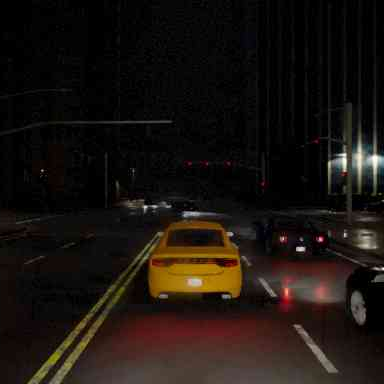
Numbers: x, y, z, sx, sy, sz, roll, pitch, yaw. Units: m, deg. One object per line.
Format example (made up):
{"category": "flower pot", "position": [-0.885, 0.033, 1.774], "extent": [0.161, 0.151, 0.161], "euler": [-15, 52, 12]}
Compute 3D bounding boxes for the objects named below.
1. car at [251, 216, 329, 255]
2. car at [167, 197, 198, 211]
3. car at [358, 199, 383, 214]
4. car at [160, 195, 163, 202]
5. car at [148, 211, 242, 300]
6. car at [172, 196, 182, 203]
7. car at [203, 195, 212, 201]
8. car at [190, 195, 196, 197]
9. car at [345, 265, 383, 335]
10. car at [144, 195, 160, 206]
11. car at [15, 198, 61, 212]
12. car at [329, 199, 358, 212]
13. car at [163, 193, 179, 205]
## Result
{"category": "car", "position": [3.618, 1.601, 13.234], "extent": [1.895, 1.301, 4.718], "euler": [0, 0, 0]}
{"category": "car", "position": [-0.967, 1.601, 39.950], "extent": [1.895, 1.301, 4.718], "euler": [0, 0, -24]}
{"category": "car", "position": [20.946, 1.491, 35.450], "extent": [4.902, 1.511, 2.128], "euler": [0, 0, -1]}
{"category": "car", "position": [-6.800, 1.355, 71.301], "extent": [2.097, 1.767, 4.553], "euler": [0, 0, 0]}
{"category": "car", "position": [0.078, 1.478, 8.475], "extent": [1.882, 1.535, 5.008], "euler": [0, 0, 1]}
{"category": "car", "position": [-3.297, 1.552, 72.102], "extent": [1.994, 1.385, 4.181], "euler": [0, 0, 0]}
{"category": "car", "position": [3.724, 1.429, 79.621], "extent": [1.837, 1.490, 4.892], "euler": [0, 0, 0]}
{"category": "car", "position": [0.225, 1.367, 80.170], "extent": [1.994, 1.385, 4.181], "euler": [0, 0, 0]}
{"category": "car", "position": [3.611, 1.505, 3.963], "extent": [1.837, 1.490, 4.892], "euler": [0, 0, 0]}
{"category": "car", "position": [-6.929, 1.501, 56.155], "extent": [1.837, 1.490, 4.892], "euler": [0, 1, 0]}
{"category": "car", "position": [-17.847, 1.491, 38.572], "extent": [4.902, 1.511, 2.128], "euler": [0, 0, -1]}
{"category": "car", "position": [19.031, 1.547, 38.933], "extent": [5.357, 1.411, 2.033], "euler": [0, 0, 0]}
{"category": "car", "position": [-3.406, 1.222, 59.072], "extent": [2.150, 2.045, 5.566], "euler": [0, 0, 0]}
